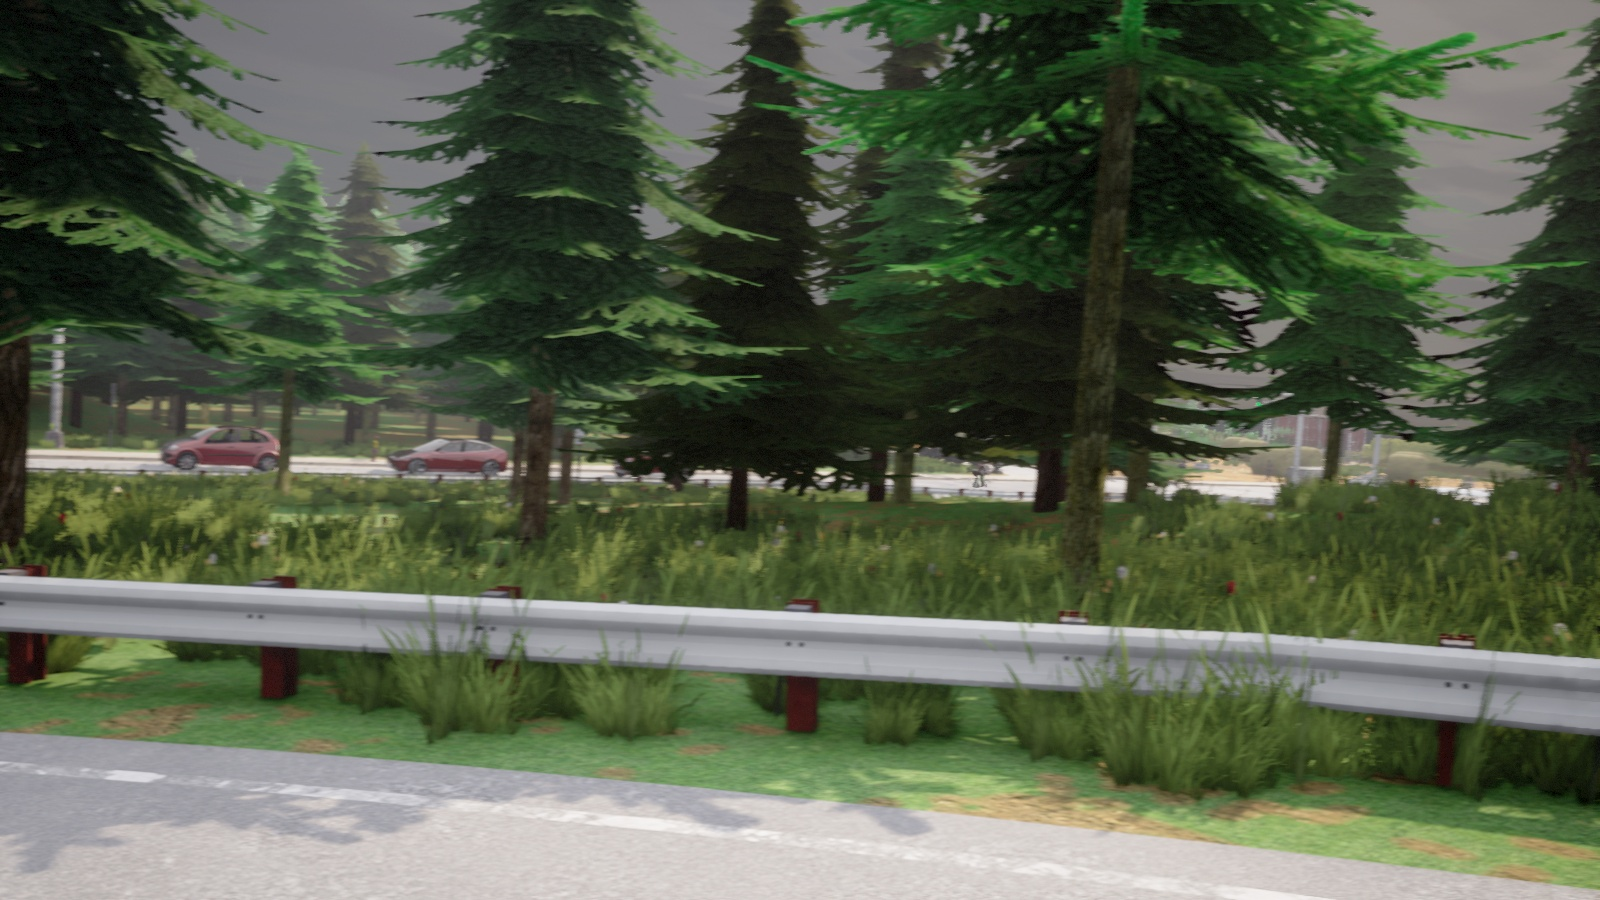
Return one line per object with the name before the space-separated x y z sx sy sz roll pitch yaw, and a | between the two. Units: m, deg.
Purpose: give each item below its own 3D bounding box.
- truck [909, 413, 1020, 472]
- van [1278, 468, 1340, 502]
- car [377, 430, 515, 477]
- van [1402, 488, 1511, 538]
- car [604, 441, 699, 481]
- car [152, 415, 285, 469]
truck | 11.705 -0.562 90.231 2.891 3.462 7.936 3 4 -38
van | 34.207 2.366 84.380 4.442 1.987 1.775 3 4 -39
car | -14.164 0.145 50.341 4.792 1.488 2.163 3 4 -37
van | 34.587 3.290 66.232 2.069 2.038 4.480 3 4 -38
car | -6.619 0.480 56.095 3.705 1.549 1.789 2 4 -38
car | -20.941 -0.289 45.281 3.988 1.617 1.851 3 3 -37
